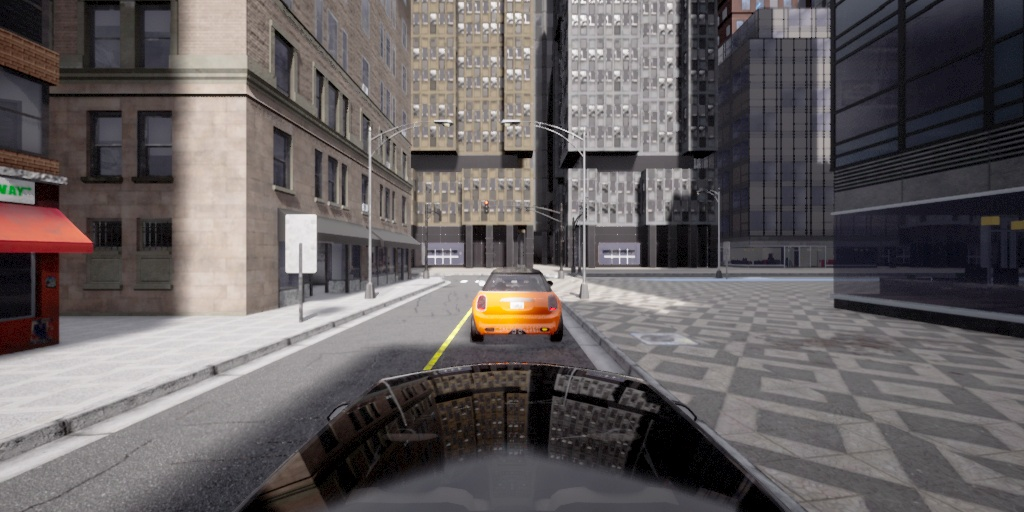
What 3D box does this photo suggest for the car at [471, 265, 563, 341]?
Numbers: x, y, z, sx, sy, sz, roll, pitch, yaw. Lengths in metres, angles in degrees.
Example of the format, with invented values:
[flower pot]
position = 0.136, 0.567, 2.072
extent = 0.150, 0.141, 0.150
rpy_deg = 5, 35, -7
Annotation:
[car]
position = 0.104, 1.099, 9.967
extent = 2.097, 1.767, 4.553
rpy_deg = 0, 0, 0
